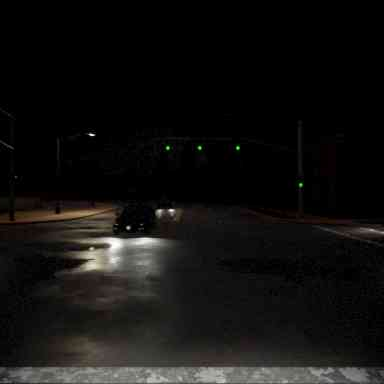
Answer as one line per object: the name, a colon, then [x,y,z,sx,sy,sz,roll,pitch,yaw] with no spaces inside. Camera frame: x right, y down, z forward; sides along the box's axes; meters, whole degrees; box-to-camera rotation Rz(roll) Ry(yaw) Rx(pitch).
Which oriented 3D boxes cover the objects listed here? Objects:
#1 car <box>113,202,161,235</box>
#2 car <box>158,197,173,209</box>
car: [-3.098,1.529,18.914,1.837,1.490,4.892,0,0,1]
car: [-3.631,1.482,45.006,1.882,1.535,5.008,0,0,-7]
